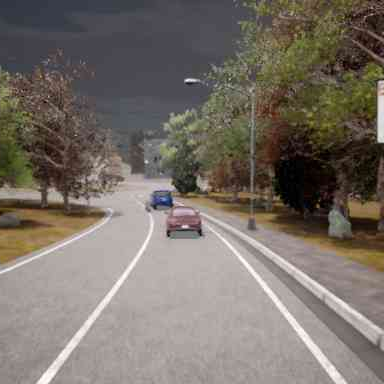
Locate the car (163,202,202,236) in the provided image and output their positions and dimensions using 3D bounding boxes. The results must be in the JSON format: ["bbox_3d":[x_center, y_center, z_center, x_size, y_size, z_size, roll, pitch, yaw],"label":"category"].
[{"bbox_3d":[-0.522,1.487,18.205,1.812,1.442,4.674,0,0,-5],"label":"car"}]

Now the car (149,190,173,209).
[{"bbox_3d":[-3.503,0.764,37.486,2.150,2.045,5.566,-1,3,-13],"label":"car"}]
